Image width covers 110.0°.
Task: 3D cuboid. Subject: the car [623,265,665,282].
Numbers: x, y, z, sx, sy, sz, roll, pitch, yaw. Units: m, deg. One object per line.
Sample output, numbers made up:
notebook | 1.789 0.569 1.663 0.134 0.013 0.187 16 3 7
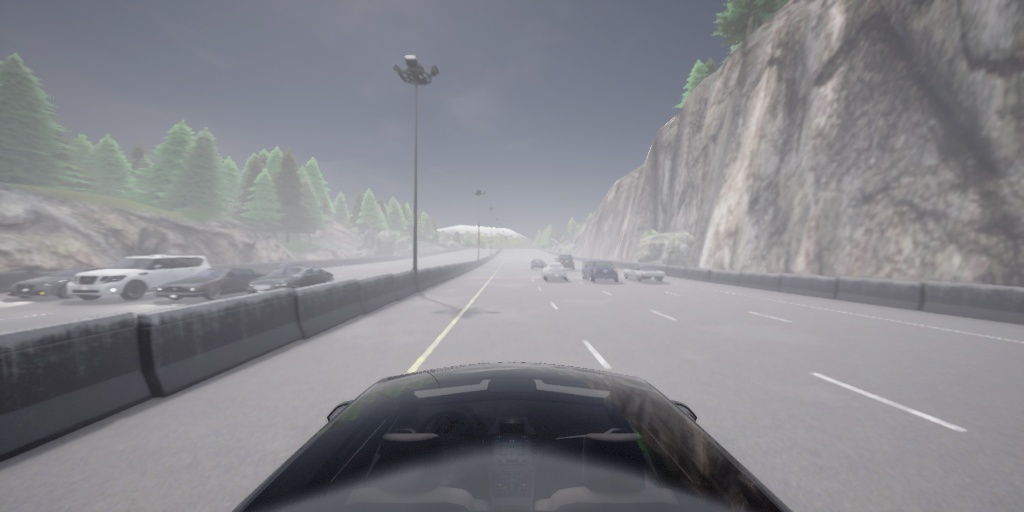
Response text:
car | 10.469 1.371 28.882 1.895 1.301 4.718 0 0 0

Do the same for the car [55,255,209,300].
car | -17.536 0.965 17.464 2.150 2.045 5.566 0 0 0

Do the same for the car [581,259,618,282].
car | 6.971 1.108 28.867 2.097 1.767 4.553 0 0 0

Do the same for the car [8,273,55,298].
car | -21.037 1.276 17.485 1.994 1.385 4.181 0 0 0

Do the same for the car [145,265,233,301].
car | -14.037 1.278 17.502 2.033 1.411 5.357 0 0 0

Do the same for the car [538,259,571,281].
car | 3.474 1.261 30.038 1.812 1.442 4.674 0 0 0

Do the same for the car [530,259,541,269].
car | 3.468 1.089 49.378 2.033 1.411 5.357 0 1 0

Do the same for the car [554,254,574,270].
car | 6.969 0.795 48.260 2.150 2.045 5.566 0 1 0

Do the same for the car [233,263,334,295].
car | -10.537 1.233 17.487 2.128 1.511 4.902 0 0 0

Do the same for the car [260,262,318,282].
car | -17.568 1.229 28.459 1.994 1.385 4.181 0 0 0
